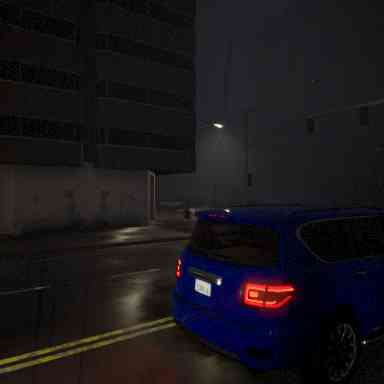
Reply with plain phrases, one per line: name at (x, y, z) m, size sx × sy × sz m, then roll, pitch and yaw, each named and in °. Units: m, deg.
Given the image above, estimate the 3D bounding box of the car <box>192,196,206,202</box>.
car at (-0.584, 1.478, 47.841) m, size 1.882 × 1.535 × 5.008 m, roll 0°, pitch 1°, yaw -36°

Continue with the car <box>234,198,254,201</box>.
car at (5.519, 1.547, 33.615) m, size 2.033 × 1.411 × 5.357 m, roll 0°, pitch 0°, yaw -31°

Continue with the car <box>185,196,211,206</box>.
car at (1.007, 1.478, 57.819) m, size 1.882 × 1.535 × 5.008 m, roll 0°, pitch 0°, yaw -36°

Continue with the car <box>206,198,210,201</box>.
car at (0.165, 1.352, 53.030) m, size 2.097 × 1.767 × 4.553 m, roll 0°, pitch 0°, yaw -36°

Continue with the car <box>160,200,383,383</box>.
car at (2.328, 1.221, 5.469) m, size 5.566 × 2.045 × 2.150 m, roll 0°, pitch 0°, yaw -35°

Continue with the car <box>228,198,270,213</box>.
car at (6.449, 1.505, 38.186) m, size 1.837 × 1.490 × 4.892 m, roll 0°, pitch 0°, yaw -36°

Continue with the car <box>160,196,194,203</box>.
car at (-2.274, 1.601, 44.208) m, size 1.895 × 1.301 × 4.718 m, roll 0°, pitch 0°, yaw -36°
